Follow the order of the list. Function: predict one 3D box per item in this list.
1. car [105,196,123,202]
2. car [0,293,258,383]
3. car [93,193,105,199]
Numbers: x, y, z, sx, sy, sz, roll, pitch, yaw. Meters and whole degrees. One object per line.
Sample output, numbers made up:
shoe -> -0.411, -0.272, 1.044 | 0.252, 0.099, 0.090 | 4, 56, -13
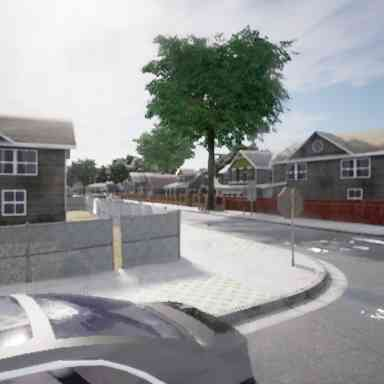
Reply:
car -> -12.078, 1.419, 52.583 | 1.837, 1.490, 4.892 | 0, 0, -23
car -> -1.743, 1.496, 1.691 | 4.902, 1.511, 2.128 | 0, 0, -36
car -> -23.676, 1.149, 86.418 | 2.097, 1.767, 4.553 | 0, 0, -23
